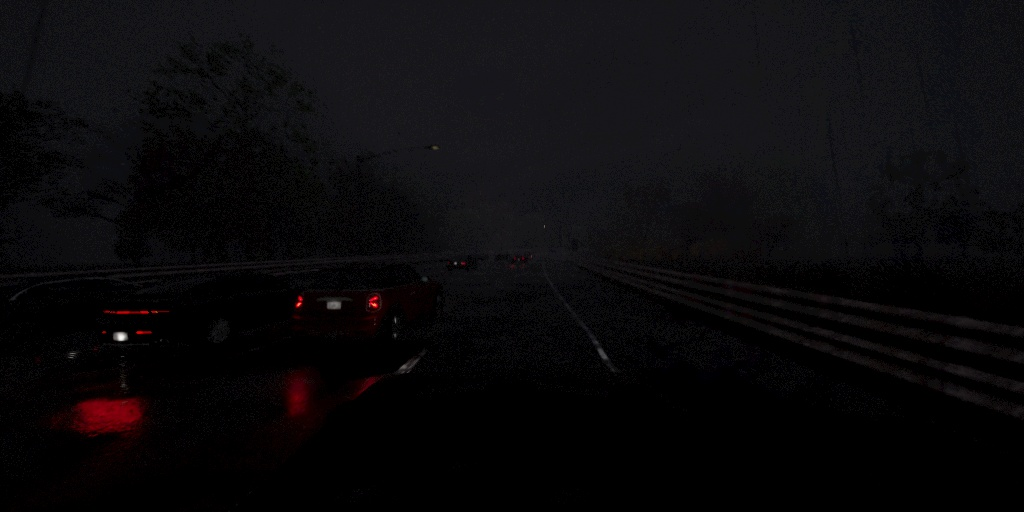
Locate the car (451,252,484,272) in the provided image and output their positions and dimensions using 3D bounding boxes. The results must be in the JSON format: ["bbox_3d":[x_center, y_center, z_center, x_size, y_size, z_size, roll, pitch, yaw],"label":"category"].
[{"bbox_3d":[-4.282,0.586,31.705,2.033,1.411,5.357,-1,1,7],"label":"car"}]

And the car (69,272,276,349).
[{"bbox_3d":[-6.825,1.139,8.867,1.837,1.490,4.892,-1,1,6],"label":"car"}]

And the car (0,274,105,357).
[{"bbox_3d":[-10.379,1.179,8.515,2.128,1.511,4.902,-1,1,6],"label":"car"}]

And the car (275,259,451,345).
[{"bbox_3d":[-3.288,0.932,9.158,2.097,1.767,4.553,-1,1,6],"label":"car"}]

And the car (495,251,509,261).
[{"bbox_3d":[-1.224,-0.051,53.352,1.882,1.535,5.008,-1,1,9],"label":"car"}]

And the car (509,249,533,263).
[{"bbox_3d":[1.164,0.153,45.674,1.812,1.442,4.674,-1,1,8],"label":"car"}]

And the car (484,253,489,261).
[{"bbox_3d":[-4.787,0.086,53.187,1.994,1.385,4.181,-1,1,9],"label":"car"}]
